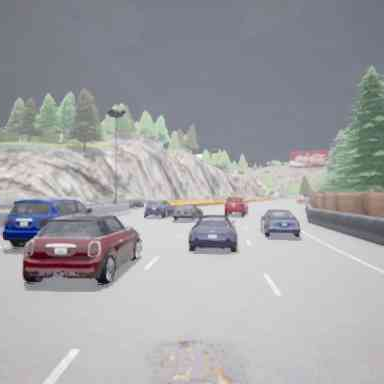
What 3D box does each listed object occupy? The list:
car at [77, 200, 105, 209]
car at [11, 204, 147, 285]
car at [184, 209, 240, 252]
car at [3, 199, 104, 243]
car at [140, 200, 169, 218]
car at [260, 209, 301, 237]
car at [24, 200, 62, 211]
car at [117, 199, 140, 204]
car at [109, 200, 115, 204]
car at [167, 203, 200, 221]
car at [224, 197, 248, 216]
[{"bbox_3d":[-16.004,1.950,52.762,1.895,1.301,4.718,0,0,18],"label":"car"},{"bbox_3d":[-2.947,1.419,9.929,2.097,1.767,4.553,0,0,4],"label":"car"},{"bbox_3d":[0.980,1.683,14.692,1.994,1.385,4.181,0,0,6],"label":"car"},{"bbox_3d":[-6.018,1.317,15.127,2.150,2.045,5.566,0,0,6],"label":"car"},{"bbox_3d":[-3.092,1.598,33.028,2.097,1.767,4.553,0,0,12],"label":"car"},{"bbox_3d":[5.018,1.718,19.311,2.033,1.411,5.357,0,0,8],"label":"car"},{"bbox_3d":[-21.233,1.836,47.655,2.033,1.411,5.357,0,0,16],"label":"car"},{"bbox_3d":[-9.220,1.866,50.977,1.837,1.490,4.892,0,0,18],"label":"car"},{"bbox_3d":[-11.830,1.902,54.191,1.812,1.442,4.674,0,0,19],"label":"car"},{"bbox_3d":[-0.297,1.778,29.605,2.033,1.411,5.357,0,0,12],"label":"car"},{"bbox_3d":[4.905,1.526,36.511,2.150,2.045,5.566,0,0,14],"label":"car"}]
